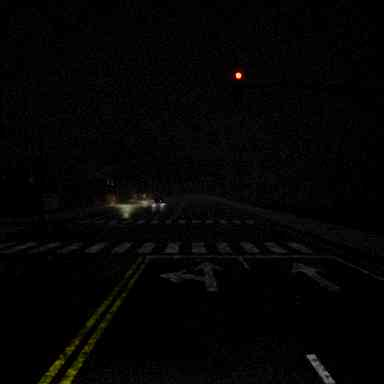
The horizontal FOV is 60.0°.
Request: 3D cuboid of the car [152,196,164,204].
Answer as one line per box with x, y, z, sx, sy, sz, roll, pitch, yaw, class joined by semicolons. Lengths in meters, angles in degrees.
-6.375;1.519;63.147;1.837;1.490;4.892;0;2;0;car
